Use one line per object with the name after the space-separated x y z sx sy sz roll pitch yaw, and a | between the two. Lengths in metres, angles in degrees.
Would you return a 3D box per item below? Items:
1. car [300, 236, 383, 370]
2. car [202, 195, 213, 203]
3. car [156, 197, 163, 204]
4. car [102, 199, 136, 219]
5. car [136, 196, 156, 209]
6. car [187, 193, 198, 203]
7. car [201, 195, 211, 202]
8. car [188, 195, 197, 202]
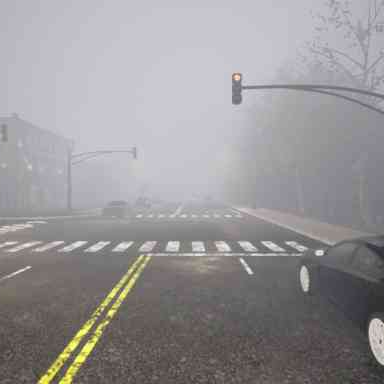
3.345 1.477 5.634 1.882 1.535 5.008 0 0 1 | car
3.382 1.480 68.959 1.837 1.490 4.892 0 0 0 | car
-6.538 1.579 62.204 1.895 1.301 4.718 0 0 0 | car
-6.589 1.470 29.595 1.882 1.535 5.008 0 0 0 | car
-6.576 1.337 44.916 2.097 1.767 4.553 0 0 0 | car
0.128 1.197 68.627 2.150 2.045 5.566 0 0 0 | car
3.284 1.494 79.149 2.128 1.511 4.902 0 0 0 | car
0.034 1.509 79.270 2.033 1.411 5.357 0 0 0 | car
